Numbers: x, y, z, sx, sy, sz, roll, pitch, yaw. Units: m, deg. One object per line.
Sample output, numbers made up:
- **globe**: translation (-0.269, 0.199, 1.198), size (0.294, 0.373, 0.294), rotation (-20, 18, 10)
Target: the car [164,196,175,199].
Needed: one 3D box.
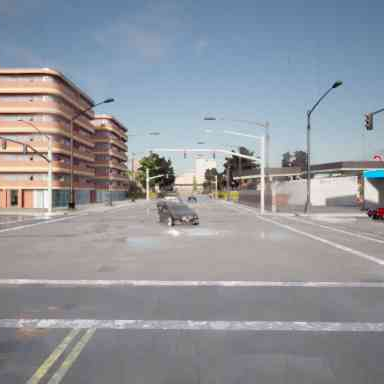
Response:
- **car**: translation (-3.585, 1.600, 43.259), size (1.895, 1.301, 4.718), rotation (0, 0, 0)

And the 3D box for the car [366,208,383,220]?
- **car**: translation (16.543, 1.601, 26.403), size (4.718, 1.301, 1.895), rotation (0, 0, 1)

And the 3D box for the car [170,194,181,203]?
- **car**: translation (-3.477, 1.355, 71.981), size (2.097, 1.767, 4.553), rotation (0, 0, 0)

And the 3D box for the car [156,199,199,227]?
- **car**: translation (-1.096, 1.479, 22.680), size (1.837, 1.490, 4.892), rotation (-1, 0, -20)

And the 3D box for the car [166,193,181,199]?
- **car**: translation (-3.570, 1.217, 57.350), size (2.150, 2.045, 5.566), rotation (0, 1, 0)

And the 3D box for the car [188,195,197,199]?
- **car**: translation (0.022, 1.339, 70.785), size (1.812, 1.442, 4.674), rotation (0, 0, 0)
